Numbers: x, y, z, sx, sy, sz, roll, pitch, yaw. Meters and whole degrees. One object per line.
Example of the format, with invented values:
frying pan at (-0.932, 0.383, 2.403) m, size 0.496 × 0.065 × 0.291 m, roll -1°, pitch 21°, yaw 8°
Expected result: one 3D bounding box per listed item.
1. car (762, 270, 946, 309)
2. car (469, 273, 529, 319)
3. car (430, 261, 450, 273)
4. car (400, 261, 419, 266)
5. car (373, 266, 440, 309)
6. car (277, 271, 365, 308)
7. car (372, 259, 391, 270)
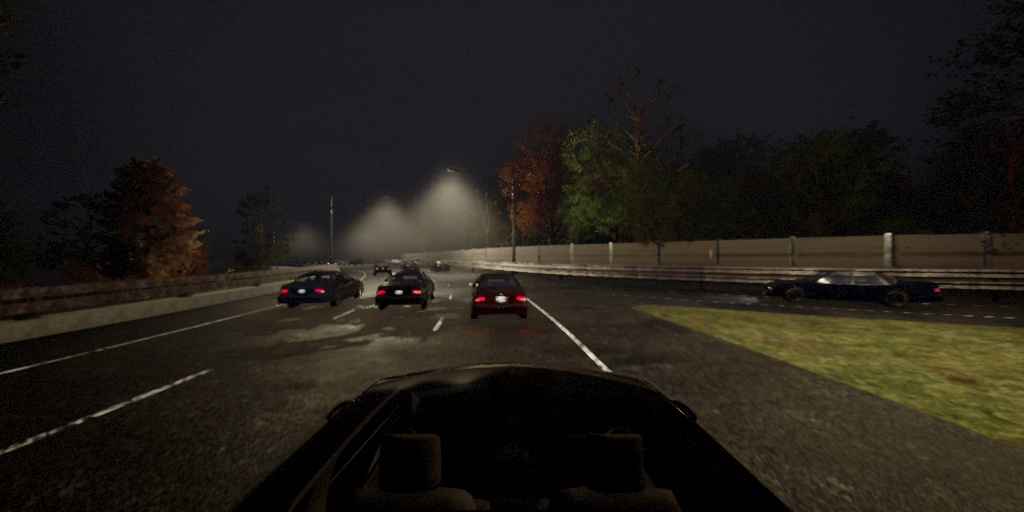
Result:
car at (13.614, 1.266, 14.778) m, size 5.357 × 1.411 × 2.033 m, roll 0°, pitch 0°, yaw 31°
car at (-0.576, 1.317, 12.992) m, size 2.033 × 1.411 × 5.357 m, roll 0°, pitch 0°, yaw -6°
car at (-9.126, 1.343, 45.294) m, size 2.128 × 1.511 × 4.902 m, roll 0°, pitch 0°, yaw -22°
car at (-12.867, 1.357, 45.125) m, size 2.128 × 1.511 × 4.902 m, roll 0°, pitch 0°, yaw -24°
car at (-4.355, 1.335, 15.168) m, size 2.033 × 1.411 × 5.357 m, roll 0°, pitch 0°, yaw -8°
car at (-8.059, 1.349, 15.652) m, size 2.033 × 1.411 × 5.357 m, roll 0°, pitch 0°, yaw -8°
car at (-14.906, 1.414, 41.116) m, size 2.033 × 1.411 × 5.357 m, roll 0°, pitch 0°, yaw -22°
